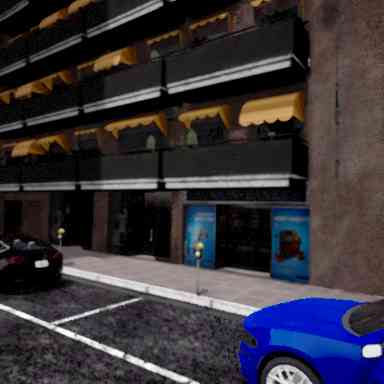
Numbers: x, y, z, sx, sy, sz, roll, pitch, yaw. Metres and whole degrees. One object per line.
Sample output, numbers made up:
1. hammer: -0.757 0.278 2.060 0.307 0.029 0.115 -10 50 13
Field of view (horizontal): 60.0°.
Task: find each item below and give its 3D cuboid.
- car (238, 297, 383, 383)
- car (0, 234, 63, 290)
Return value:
1. car: 2.889 1.734 3.327 5.008 1.535 1.882 0 -3 35
2. car: -5.547 1.885 9.731 4.313 1.339 1.947 0 -3 35
